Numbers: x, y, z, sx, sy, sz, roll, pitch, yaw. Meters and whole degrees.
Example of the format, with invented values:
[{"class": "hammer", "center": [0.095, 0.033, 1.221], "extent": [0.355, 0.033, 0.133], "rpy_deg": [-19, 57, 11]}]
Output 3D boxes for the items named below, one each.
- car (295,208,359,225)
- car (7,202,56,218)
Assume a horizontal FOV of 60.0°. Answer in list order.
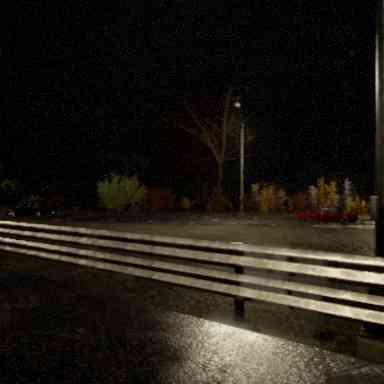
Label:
[{"class": "car", "center": [10.915, 1.976, 27.362], "extent": [4.718, 1.301, 1.895], "rpy_deg": [0, 0, 12]}, {"class": "car", "center": [-16.004, 1.753, 33.180], "extent": [4.892, 1.490, 1.837], "rpy_deg": [0, 0, 12]}]
